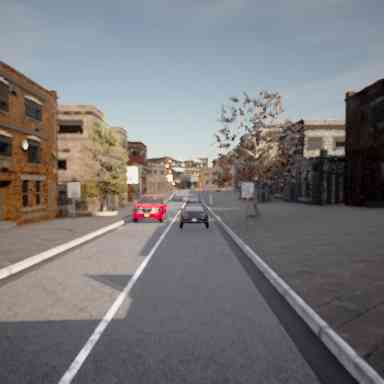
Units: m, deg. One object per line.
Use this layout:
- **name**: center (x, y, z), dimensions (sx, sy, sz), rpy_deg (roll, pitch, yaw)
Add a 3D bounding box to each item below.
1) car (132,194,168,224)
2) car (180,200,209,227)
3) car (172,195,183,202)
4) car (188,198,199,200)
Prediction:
- **car**: center (-3.049, 1.209, 25.190), dimensions (2.150, 2.045, 5.566), rpy_deg (0, 0, 0)
- **car**: center (0.143, 1.514, 22.427), dimensions (1.812, 1.442, 4.674), rpy_deg (0, 0, 0)
- **car**: center (-2.854, 1.226, 66.070), dimensions (1.994, 1.385, 4.181), rpy_deg (0, 2, 0)
- **car**: center (0.192, 1.456, 42.215), dimensions (1.882, 1.535, 5.008), rpy_deg (0, 0, 0)
